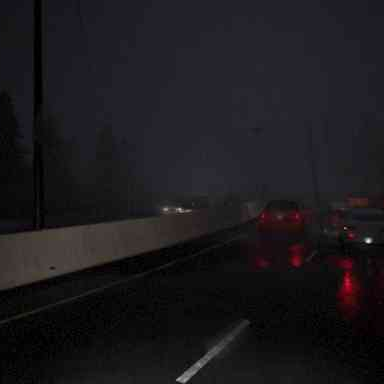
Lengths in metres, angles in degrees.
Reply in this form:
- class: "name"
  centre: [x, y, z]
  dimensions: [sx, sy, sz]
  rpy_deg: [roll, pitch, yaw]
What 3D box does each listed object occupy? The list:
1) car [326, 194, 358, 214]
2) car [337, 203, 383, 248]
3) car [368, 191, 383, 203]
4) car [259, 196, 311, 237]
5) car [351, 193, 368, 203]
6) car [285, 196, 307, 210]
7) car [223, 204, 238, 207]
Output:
- class: "car"
  centre: [13.322, 1.200, 30.083]
  dimensions: [1.812, 1.442, 4.674]
  rpy_deg: [0, 1, 17]
- class: "car"
  centre: [6.951, 1.381, 13.286]
  dimensions: [1.812, 1.442, 4.674]
  rpy_deg: [0, 1, 26]
- class: "car"
  centre: [15.641, 0.941, 25.795]
  dimensions: [2.150, 2.045, 5.566]
  rpy_deg: [0, 0, 18]
- class: "car"
  centre: [4.945, 1.163, 17.307]
  dimensions: [2.097, 1.767, 4.553]
  rpy_deg: [0, 1, 25]
- class: "car"
  centre: [18.892, 0.934, 38.766]
  dimensions: [2.097, 1.767, 4.553]
  rpy_deg: [0, 1, 12]
- class: "car"
  centre: [11.321, 1.167, 36.483]
  dimensions: [1.994, 1.385, 4.181]
  rpy_deg: [0, 1, 13]
- class: "car"
  centre: [4.892, 1.053, 40.274]
  dimensions: [2.128, 1.511, 4.902]
  rpy_deg: [0, 1, 12]
